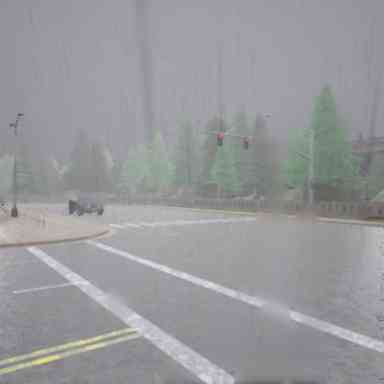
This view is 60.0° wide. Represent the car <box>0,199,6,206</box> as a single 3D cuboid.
[{"bbox_3d":[-31.513,1.488,52.238,4.892,1.490,1.837,0,-1,20],"label":"car"}]

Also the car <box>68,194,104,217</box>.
[{"bbox_3d":[-10.493,1.244,32.641,2.150,2.045,5.566,1,0,-35],"label":"car"}]
